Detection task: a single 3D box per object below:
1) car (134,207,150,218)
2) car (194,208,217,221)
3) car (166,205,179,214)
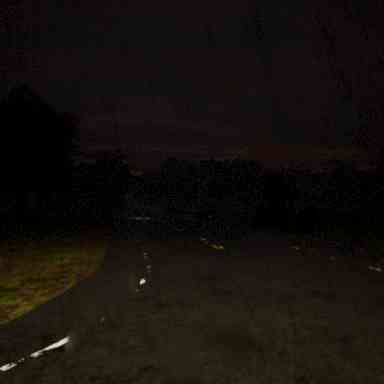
[{"bbox_3d":[-6.776,2.778,45.048,1.994,1.385,4.181,1,-2,-12],"label":"car"},{"bbox_3d":[1.536,2.634,39.481,2.128,1.511,4.902,1,-2,-12],"label":"car"},{"bbox_3d":[-3.865,3.293,65.147,2.097,1.767,4.553,1,-2,-12],"label":"car"}]
